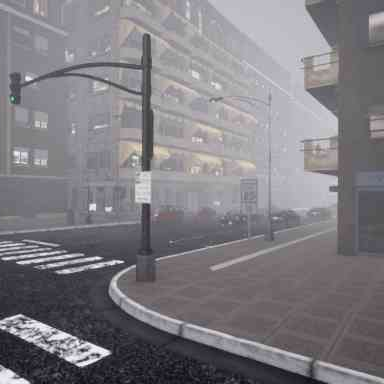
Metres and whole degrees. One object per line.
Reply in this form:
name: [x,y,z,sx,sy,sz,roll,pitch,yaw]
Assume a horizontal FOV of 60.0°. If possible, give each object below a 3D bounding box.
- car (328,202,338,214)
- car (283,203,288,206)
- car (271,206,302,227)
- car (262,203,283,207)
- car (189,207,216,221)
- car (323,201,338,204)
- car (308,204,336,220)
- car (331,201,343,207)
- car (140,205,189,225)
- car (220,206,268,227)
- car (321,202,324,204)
car: [20.704,2.458,46.257,1.752,1.417,4.829,-1,-2,35]
car: [13.682,2.404,50.722,1.752,1.417,4.829,-1,-1,35]
car: [7.655,2.095,27.476,1.947,1.339,4.313,-1,-2,35]
car: [10.541,2.327,46.201,1.887,1.381,4.507,-1,-1,35]
car: [0.829,2.063,32.220,1.802,1.307,4.206,-1,-1,35]
car: [23.570,2.597,54.841,1.812,1.442,4.674,0,-1,35]
car: [14.131,2.295,36.796,1.947,1.339,4.313,-1,-2,35]
car: [36.416,3.022,83.502,1.967,1.590,4.097,-1,-1,35]
car: [-2.409,1.821,27.563,1.967,1.590,4.097,-1,-1,35]
car: [4.162,2.072,26.904,1.895,1.301,4.718,0,-1,35]
car: [29.934,2.822,74.187,1.967,1.590,4.097,-1,-1,35]
